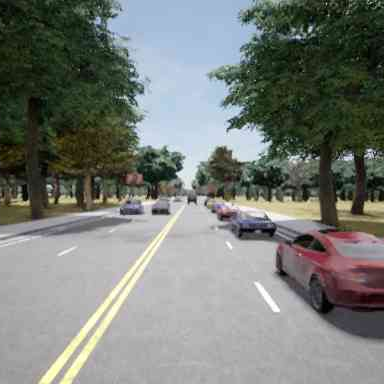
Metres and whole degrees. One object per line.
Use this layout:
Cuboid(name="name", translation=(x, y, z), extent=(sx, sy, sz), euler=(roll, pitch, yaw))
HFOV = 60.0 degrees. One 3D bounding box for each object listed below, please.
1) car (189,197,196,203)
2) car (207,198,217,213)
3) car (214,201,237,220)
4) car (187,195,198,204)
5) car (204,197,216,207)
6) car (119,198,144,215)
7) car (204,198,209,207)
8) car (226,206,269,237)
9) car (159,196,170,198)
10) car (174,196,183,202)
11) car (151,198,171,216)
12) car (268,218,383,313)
Cuboid(name="car", translation=(0.024, 2.157, 88.894), extent=(1.837, 1.490, 4.892), euler=(0, 0, 0))
Cuboid(name="car", translation=(3.262, 1.816, 40.604), extent=(2.033, 1.411, 5.357), euler=(0, 0, 0))
Cuboid(name="car", translation=(3.258, 1.786, 29.634), extent=(1.895, 1.301, 4.718), euler=(0, 0, 0))
Cuboid(name="car", translation=(0.020, 1.601, 72.420), extent=(2.150, 2.045, 5.566), euler=(0, 0, 0))
Cuboid(name="car", translation=(3.267, 1.873, 62.605), extent=(2.033, 1.649, 4.856), euler=(0, 0, 0))
Cuboid(name="car", translation=(-6.581, 1.590, 36.632), extent=(2.097, 1.767, 4.553), euler=(0, 0, 0))
Cuboid(name="car", translation=(3.264, 1.811, 51.794), extent=(1.801, 1.575, 5.366), euler=(0, 0, 0))
Cuboid(name="car", translation=(3.255, 1.703, 18.634), extent=(1.895, 1.301, 4.718), euler=(0, 0, 0))
Cuboid(name="car", translation=(-6.479, 1.744, 78.838), extent=(2.150, 2.045, 5.566), euler=(0, 0, 0))
Cuboid(name="car", translation=(-3.229, 1.684, 77.620), extent=(2.097, 1.767, 4.553), euler=(0, 0, 0))
Cuboid(name="car", translation=(-3.332, 1.714, 36.432), extent=(1.882, 1.535, 5.008), euler=(0, -1, 0))
Cuboid(name="car", translation=(3.253, 1.558, 7.603), extent=(1.812, 1.442, 4.674), euler=(0, 0, 0))
